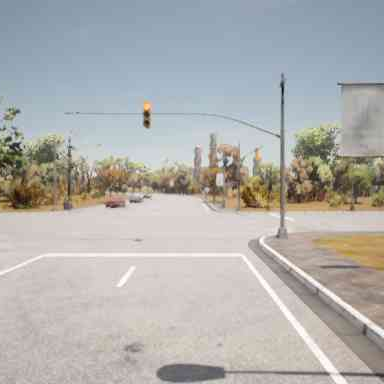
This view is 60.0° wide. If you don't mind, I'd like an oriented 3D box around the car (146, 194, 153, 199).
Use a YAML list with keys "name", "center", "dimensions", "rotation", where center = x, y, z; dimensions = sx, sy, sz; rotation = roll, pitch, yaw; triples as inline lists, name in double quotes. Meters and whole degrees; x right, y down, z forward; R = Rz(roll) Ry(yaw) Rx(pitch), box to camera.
- name: "car"
  center: [-10.408, 1.011, 77.931]
  dimensions: [1.895, 1.301, 4.718]
  rotation: [0, 1, 0]

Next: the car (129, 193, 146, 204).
- name: "car"
  center: [-10.410, 1.380, 62.175]
  dimensions: [2.033, 1.411, 5.357]
  rotation: [0, 1, 1]

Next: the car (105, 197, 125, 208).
- name: "car"
  center: [-10.490, 1.396, 45.709]
  dimensions: [1.882, 1.535, 5.008]
  rotation: [0, 0, 0]
